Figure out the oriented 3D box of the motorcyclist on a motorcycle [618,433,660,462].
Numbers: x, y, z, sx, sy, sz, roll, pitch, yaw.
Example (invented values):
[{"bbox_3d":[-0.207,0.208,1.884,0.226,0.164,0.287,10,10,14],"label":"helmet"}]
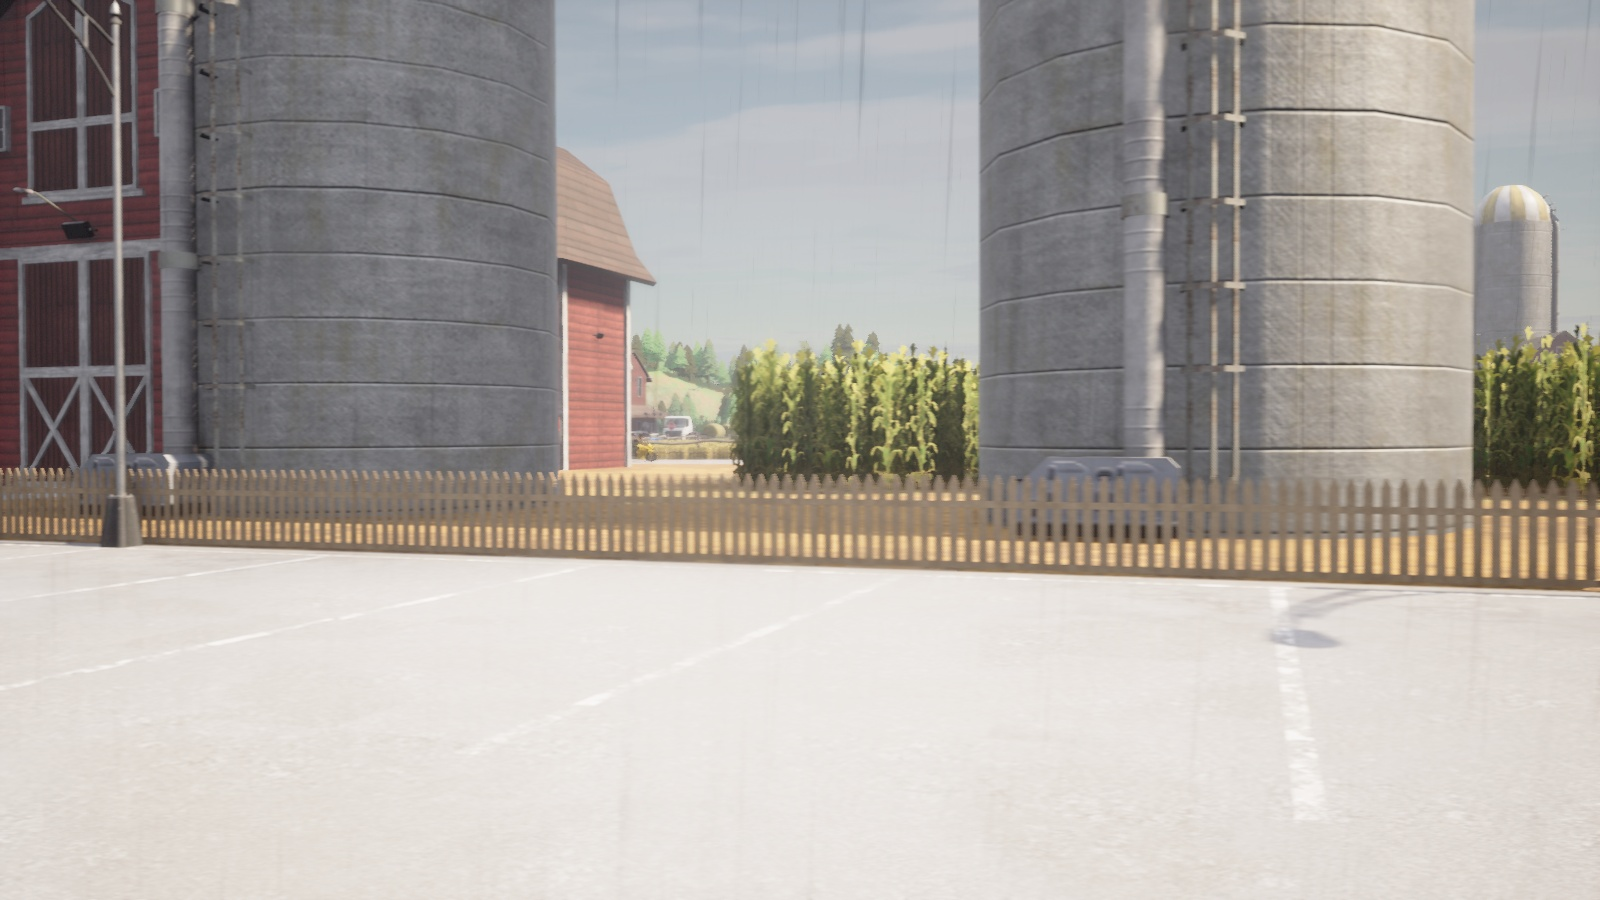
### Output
[{"bbox_3d":[-8.623,-0.162,67.320,2.044,1.523,0.797,0,1,15],"label":"motorcyclist on a motorcycle"}]
